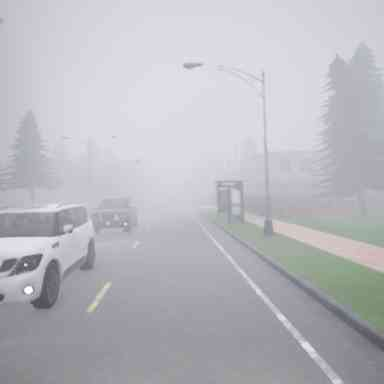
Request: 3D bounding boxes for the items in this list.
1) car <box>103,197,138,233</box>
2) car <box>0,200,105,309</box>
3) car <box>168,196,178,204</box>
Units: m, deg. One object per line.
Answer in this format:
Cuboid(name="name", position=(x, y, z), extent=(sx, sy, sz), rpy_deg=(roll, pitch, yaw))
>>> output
Cuboid(name="car", position=(-4.706, 1.361, 20.777), extent=(2.150, 2.045, 5.566), rpy_deg=(-2, 0, -3))
Cuboid(name="car", position=(-3.984, 1.348, 8.409), extent=(2.150, 2.045, 5.566), rpy_deg=(-2, 0, -3))
Cuboid(name="car", position=(-3.760, 1.546, 65.631), extent=(2.128, 1.511, 4.902), rpy_deg=(-2, 0, -3))
